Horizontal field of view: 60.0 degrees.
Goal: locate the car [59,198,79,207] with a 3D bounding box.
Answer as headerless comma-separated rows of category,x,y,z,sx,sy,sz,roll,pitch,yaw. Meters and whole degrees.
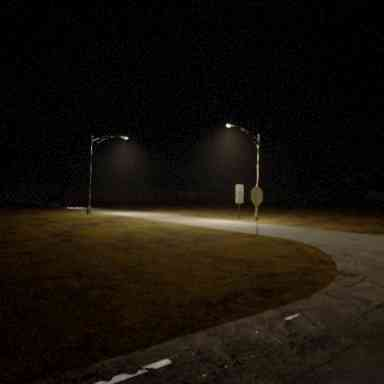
car,-18.491,1.573,50.065,1.994,1.385,4.181,3,-2,-36
